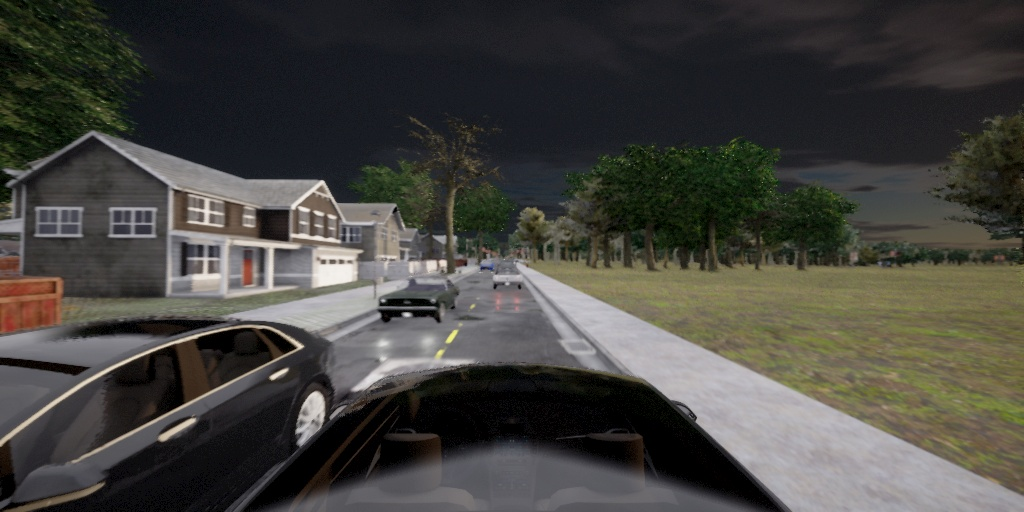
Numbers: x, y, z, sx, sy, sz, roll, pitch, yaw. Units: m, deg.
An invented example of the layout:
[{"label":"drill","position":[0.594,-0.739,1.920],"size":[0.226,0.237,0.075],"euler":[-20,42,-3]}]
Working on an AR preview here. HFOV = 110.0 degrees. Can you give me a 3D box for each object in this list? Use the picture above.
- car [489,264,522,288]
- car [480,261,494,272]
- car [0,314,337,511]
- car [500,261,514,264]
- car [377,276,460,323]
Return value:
[{"label":"car","position":[-0.304,1.459,24.459],"size":[1.895,1.301,4.718],"euler":[0,0,0]},{"label":"car","position":[-3.610,1.434,51.969],"size":[1.882,1.535,5.008],"euler":[0,0,-1]},{"label":"car","position":[-2.875,1.244,2.186],"size":[1.837,1.490,4.892],"euler":[0,0,-1]},{"label":"car","position":[-0.525,1.271,38.919],"size":[2.097,1.767,4.553],"euler":[0,0,-1]},{"label":"car","position":[-3.025,1.389,12.480],"size":[1.895,1.301,4.718],"euler":[0,0,-1]}]
